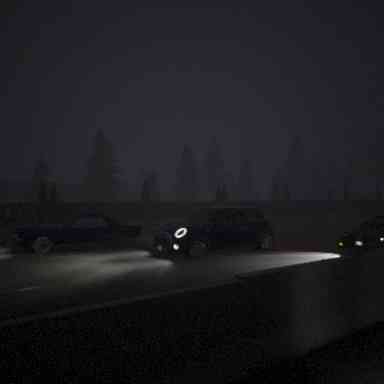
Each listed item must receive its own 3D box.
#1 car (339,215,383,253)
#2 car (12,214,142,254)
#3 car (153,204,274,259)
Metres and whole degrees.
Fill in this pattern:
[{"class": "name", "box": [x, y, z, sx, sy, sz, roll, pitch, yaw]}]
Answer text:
[{"class": "car", "box": [7.410, 1.556, 12.143, 4.181, 1.385, 1.994, 0, 0, -27]}, {"class": "car", "box": [-4.531, 1.564, 13.358, 4.718, 1.301, 1.895, 0, 0, -33]}, {"class": "car", "box": [0.859, 1.330, 12.494, 4.553, 1.767, 2.097, 0, 0, -30]}]
